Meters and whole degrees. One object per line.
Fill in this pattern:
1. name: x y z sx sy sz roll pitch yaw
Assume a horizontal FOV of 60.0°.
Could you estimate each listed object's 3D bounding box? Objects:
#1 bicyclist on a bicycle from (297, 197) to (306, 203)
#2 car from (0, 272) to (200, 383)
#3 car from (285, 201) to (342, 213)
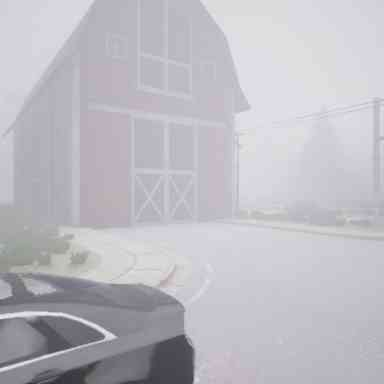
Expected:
1. bicyclist on a bicycle: 13.338 1.322 40.263 1.656 1.620 0.582 46 -25 -24
2. car: -2.228 1.491 2.387 4.902 1.511 2.128 0 0 -35
3. car: 11.011 1.574 30.640 2.033 1.411 5.357 0 0 -35
